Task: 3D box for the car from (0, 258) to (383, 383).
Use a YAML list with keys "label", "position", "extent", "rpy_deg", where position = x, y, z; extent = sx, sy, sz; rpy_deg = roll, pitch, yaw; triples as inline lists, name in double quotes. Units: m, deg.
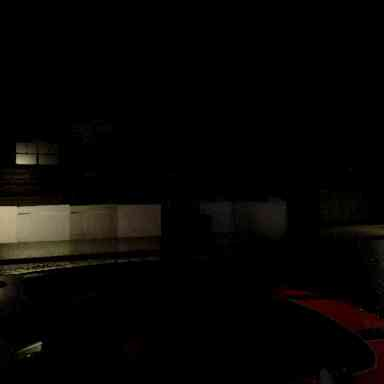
- label: "car"
  position: [0.049, 1.352, 2.581]
  extent: [4.553, 1.767, 2.097]
  rpy_deg: [0, 0, -20]
